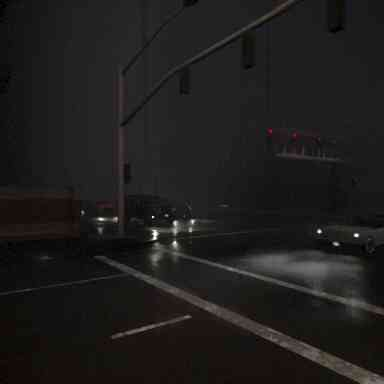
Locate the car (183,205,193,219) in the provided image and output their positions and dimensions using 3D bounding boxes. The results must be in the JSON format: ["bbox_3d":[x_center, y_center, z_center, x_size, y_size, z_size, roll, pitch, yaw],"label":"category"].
[{"bbox_3d":[-1.901,1.351,28.595,2.097,1.767,4.553,0,0,-36],"label":"car"}]

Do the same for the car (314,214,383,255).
[{"bbox_3d":[7.067,1.600,13.543,4.718,1.301,1.895,0,0,-37],"label":"car"}]

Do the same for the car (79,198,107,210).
[{"bbox_3d":[-13.348,1.547,44.545,2.033,1.411,5.357,0,0,-36],"label":"car"}]

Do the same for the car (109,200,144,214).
[{"bbox_3d":[-7.144,1.600,35.894,1.895,1.301,4.718,0,0,-36],"label":"car"}]

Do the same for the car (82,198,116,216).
[{"bbox_3d":[-9.078,1.477,32.588,1.882,1.535,5.008,0,0,-36],"label":"car"}]

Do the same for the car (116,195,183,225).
[{"bbox_3d":[-3.316,1.221,24.563,2.150,2.045,5.566,0,0,-36],"label":"car"}]
